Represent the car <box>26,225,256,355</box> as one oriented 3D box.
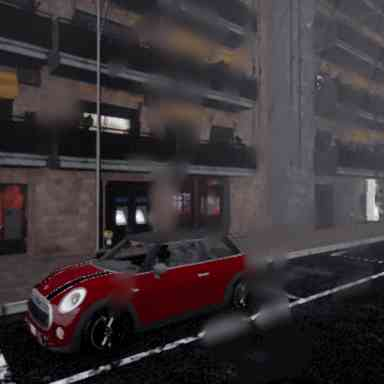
[{"bbox_3d":[-0.753,1.489,6.114,4.097,1.590,1.967,0,0,-38],"label":"car"}]
